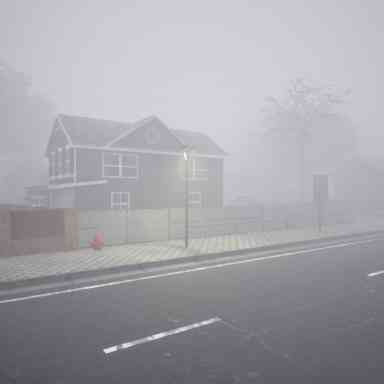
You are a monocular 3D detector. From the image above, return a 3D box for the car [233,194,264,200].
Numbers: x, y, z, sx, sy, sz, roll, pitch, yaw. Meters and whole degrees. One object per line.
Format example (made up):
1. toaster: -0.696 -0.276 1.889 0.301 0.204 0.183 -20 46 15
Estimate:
1. car: 7.369 1.271 42.051 2.150 2.045 5.566 0 0 -35
